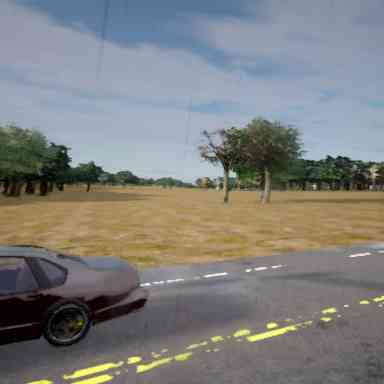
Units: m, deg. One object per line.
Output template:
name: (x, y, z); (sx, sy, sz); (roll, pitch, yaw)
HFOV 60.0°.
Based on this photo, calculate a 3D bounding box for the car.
car: (-3.385, 1.545, 4.945); (5.357, 1.411, 2.033); (0, 0, -28)
